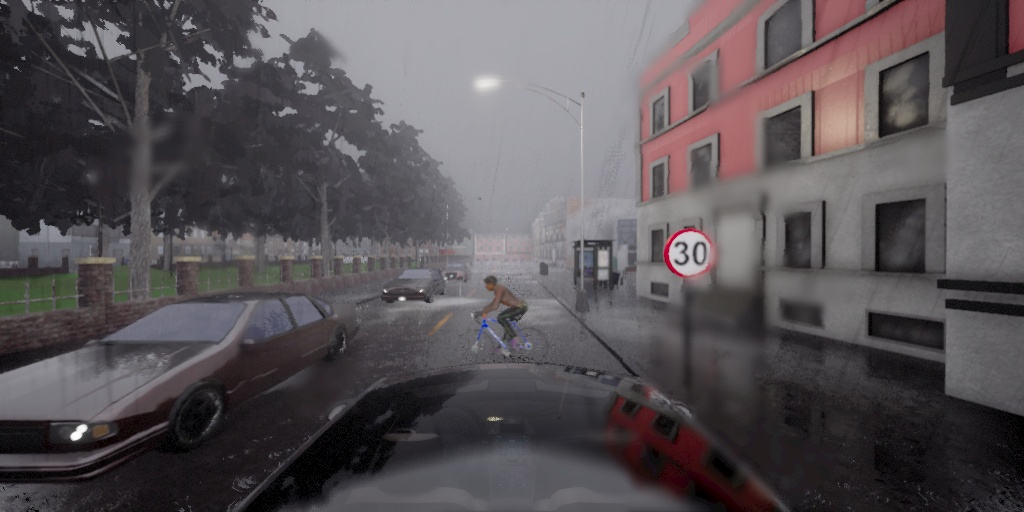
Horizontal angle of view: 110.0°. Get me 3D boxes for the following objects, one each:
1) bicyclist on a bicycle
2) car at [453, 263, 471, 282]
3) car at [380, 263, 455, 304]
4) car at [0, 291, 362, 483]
[{"bbox_3d":[-0.197,1.173,6.413,1.656,1.620,0.582,-2,0,0],"label":"bicyclist on a bicycle"},{"bbox_3d":[-4.199,1.191,26.857,1.994,1.385,4.181,0,0,0],"label":"car"},{"bbox_3d":[-4.168,1.226,16.227,2.033,1.411,5.357,0,0,0],"label":"car"},{"bbox_3d":[-4.112,1.280,5.353,2.033,1.411,5.357,0,0,0],"label":"car"}]
